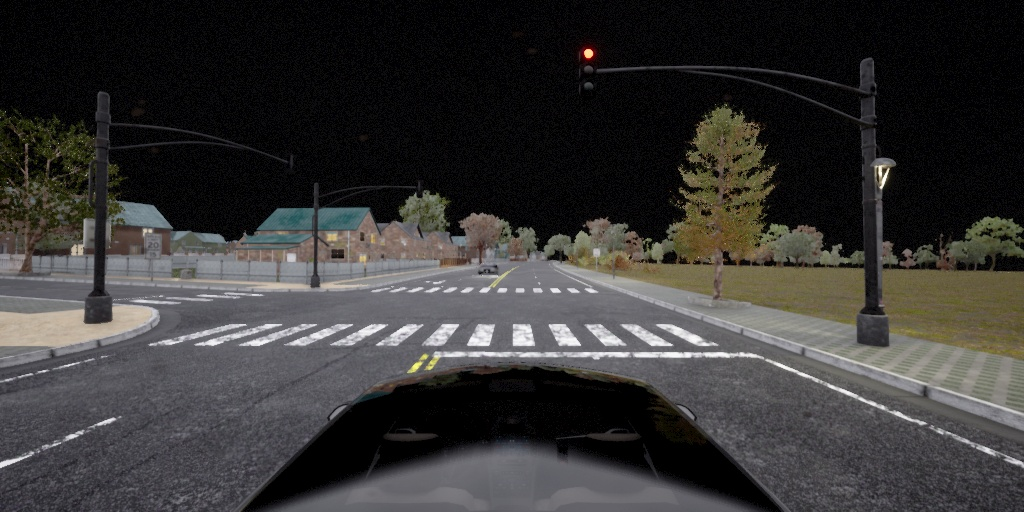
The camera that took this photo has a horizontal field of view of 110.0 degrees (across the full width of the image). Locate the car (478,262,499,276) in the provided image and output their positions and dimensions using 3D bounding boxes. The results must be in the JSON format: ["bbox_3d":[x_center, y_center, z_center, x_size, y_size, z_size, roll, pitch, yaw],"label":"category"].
[{"bbox_3d":[-2.438,1.357,38.273,1.994,1.385,4.181,0,0,2],"label":"car"}]
